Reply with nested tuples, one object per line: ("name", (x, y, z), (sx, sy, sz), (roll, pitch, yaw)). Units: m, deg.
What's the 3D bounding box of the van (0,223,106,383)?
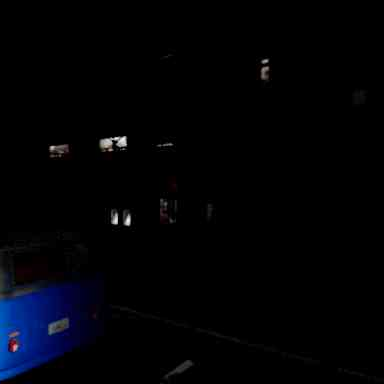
("van", (-3.109, 1.390, 5.073), (3.998, 1.788, 1.690), (-1, 0, 35))
